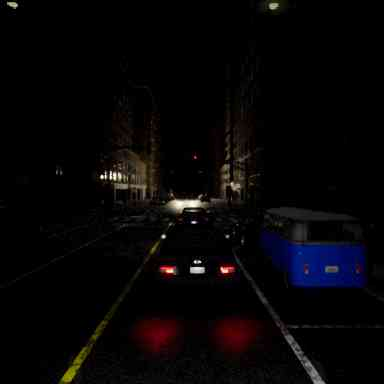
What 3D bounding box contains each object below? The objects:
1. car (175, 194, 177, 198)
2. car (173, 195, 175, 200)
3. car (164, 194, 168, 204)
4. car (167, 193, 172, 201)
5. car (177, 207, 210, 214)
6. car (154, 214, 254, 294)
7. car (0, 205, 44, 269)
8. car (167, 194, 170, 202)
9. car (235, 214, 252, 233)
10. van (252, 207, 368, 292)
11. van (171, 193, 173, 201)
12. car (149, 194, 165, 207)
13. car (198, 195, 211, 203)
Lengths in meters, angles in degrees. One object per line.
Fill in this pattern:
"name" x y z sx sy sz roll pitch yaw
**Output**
"car" -5.707 1.282 84.981 2.192 1.841 5.009 0 0 0
"car" -5.704 1.516 79.530 2.008 1.369 4.403 0 0 0
"car" -5.694 1.517 57.727 2.008 1.369 4.403 0 0 0
"car" -5.699 1.509 68.629 1.887 1.381 4.507 0 0 0
"car" 0.093 1.557 19.220 1.994 1.385 4.181 0 0 0
"car" 0.097 1.546 8.900 2.033 1.411 5.357 0 0 0
"car" -5.673 1.313 8.588 2.192 1.841 5.009 0 0 0
"car" -5.697 1.509 63.178 1.887 1.381 4.507 0 0 0
"car" 2.850 1.562 14.292 1.947 1.339 4.313 0 0 0
"van" 2.851 1.339 8.631 1.690 1.788 3.998 0 0 0
"van" -5.702 1.305 74.079 1.690 1.788 3.998 0 0 0
"car" -5.692 1.493 52.106 1.752 1.417 4.829 0 0 0
"car" 2.825 1.404 68.668 1.967 1.590 4.097 0 0 0
